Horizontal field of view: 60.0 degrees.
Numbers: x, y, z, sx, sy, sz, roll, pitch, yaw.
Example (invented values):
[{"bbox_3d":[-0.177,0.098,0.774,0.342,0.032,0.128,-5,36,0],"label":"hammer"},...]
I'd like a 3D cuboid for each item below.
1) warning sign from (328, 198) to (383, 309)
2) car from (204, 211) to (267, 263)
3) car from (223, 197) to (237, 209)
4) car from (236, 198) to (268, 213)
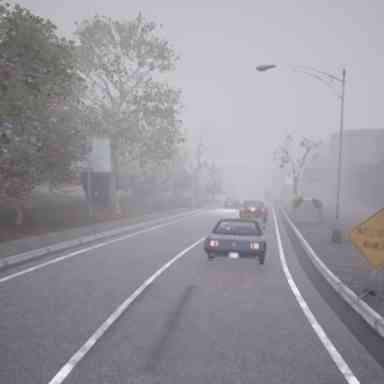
[{"bbox_3d":[3.647,1.182,6.573,1.300,1.860,1.060,7,7,7],"label":"warning sign"},{"bbox_3d":[1.709,1.611,12.127,1.895,1.301,4.718,2,0,11],"label":"car"},{"bbox_3d":[5.314,1.390,44.445,2.128,1.511,4.902,2,0,13],"label":"car"},{"bbox_3d":[5.039,1.358,26.924,2.097,1.767,4.553,2,1,13],"label":"car"}]
